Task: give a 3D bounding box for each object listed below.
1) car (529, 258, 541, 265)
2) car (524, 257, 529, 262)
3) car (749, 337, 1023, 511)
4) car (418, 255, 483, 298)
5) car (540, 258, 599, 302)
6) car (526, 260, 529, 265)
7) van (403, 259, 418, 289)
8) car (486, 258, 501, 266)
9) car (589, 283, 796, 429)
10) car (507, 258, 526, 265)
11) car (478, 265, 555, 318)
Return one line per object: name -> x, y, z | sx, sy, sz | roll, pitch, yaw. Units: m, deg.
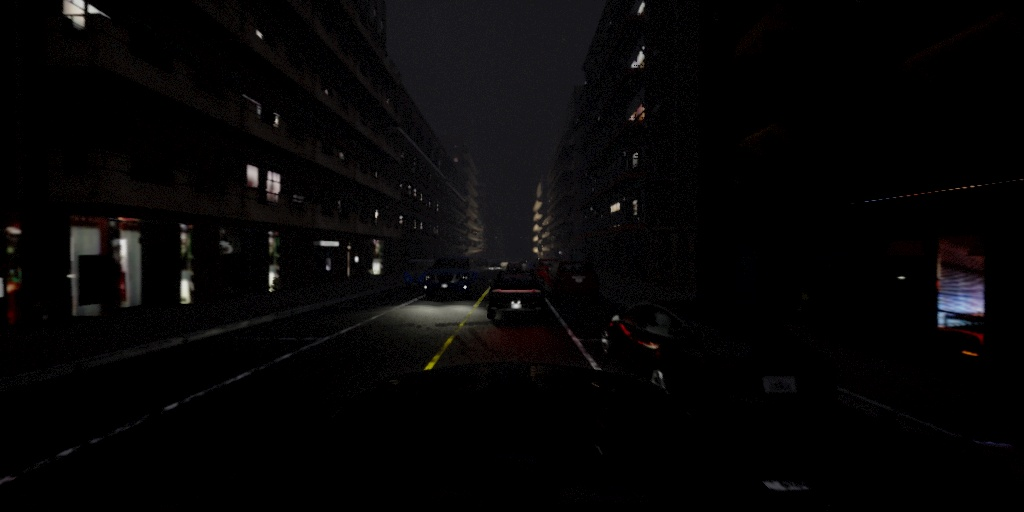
car -> 2.797, 1.096, 28.325 | 2.192, 1.841, 5.009 | 0, 0, 0
car -> 3.225, 1.165, 55.058 | 2.097, 1.767, 4.553 | 0, 0, 0
car -> 2.676, 1.299, 0.348 | 1.888, 1.381, 4.507 | 0, 0, 0
car -> -3.020, 0.982, 18.901 | 2.150, 2.045, 5.566 | 0, 0, 0
car -> 2.748, 1.084, 16.996 | 2.192, 1.841, 5.009 | 0, 0, 0
car -> 2.846, 1.376, 39.652 | 1.802, 1.307, 4.207 | 0, 0, 0
van -> -5.575, 1.101, 22.727 | 1.690, 1.789, 3.998 | 0, 0, 0
car -> -2.777, 1.359, 61.862 | 2.033, 1.411, 5.357 | 0, 0, 1
car -> 2.699, 1.324, 5.669 | 1.948, 1.339, 4.313 | 0, 0, 0
car -> 0.271, 1.286, 43.233 | 2.128, 1.511, 4.902 | 0, 0, 0
car -> 0.140, 1.253, 12.994 | 2.128, 1.511, 4.902 | 0, 0, 0
